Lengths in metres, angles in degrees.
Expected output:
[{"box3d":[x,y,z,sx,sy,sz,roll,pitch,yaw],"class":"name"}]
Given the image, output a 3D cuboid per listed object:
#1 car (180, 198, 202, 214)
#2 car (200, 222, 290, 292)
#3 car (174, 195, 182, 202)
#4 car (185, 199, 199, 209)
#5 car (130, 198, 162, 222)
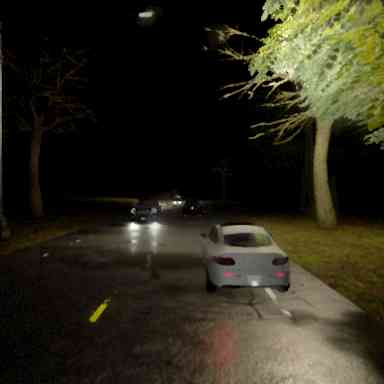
[{"box3d":[0.068,1.595,35.467,1.994,1.385,4.181,0,0,1],"class":"car"},{"box3d":[1.226,1.533,8.814,1.812,1.442,4.674,0,0,0],"class":"car"},{"box3d":[-3.504,1.604,82.100,2.128,1.511,4.902,0,0,0],"class":"car"},{"box3d":[0.037,1.644,46.936,1.895,1.301,4.718,0,0,1],"class":"car"},{"box3d":[-3.596,1.374,26.654,2.097,1.767,4.553,0,0,0],"class":"car"}]
